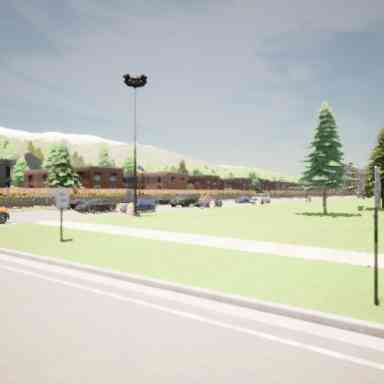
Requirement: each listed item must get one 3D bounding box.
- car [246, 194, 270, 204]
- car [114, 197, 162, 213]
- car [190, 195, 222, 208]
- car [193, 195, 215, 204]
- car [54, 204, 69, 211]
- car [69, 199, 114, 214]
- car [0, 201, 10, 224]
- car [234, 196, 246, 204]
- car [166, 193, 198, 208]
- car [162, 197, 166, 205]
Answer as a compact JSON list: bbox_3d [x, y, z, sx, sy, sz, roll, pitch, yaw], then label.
[{"bbox_3d":[12.968,1.352,63.077,2.150,2.045,5.566,0,0,35],"label":"car"},{"bbox_3d":[-5.819,1.550,36.323,1.812,1.442,4.674,0,0,35],"label":"car"},{"bbox_3d":[2.434,1.572,48.135,2.033,1.411,5.357,0,0,35],"label":"car"},{"bbox_3d":[2.400,1.543,66.286,1.882,1.535,5.008,0,1,35],"label":"car"},{"bbox_3d":[-14.780,1.636,41.822,1.895,1.301,4.718,0,0,35],"label":"car"},{"bbox_3d":[-10.344,1.534,35.955,1.837,1.490,4.892,0,0,35],"label":"car"},{"bbox_3d":[-15.210,1.377,22.865,2.097,1.767,4.553,0,0,35],"label":"car"},{"bbox_3d":[9.983,1.558,64.920,1.812,1.442,4.674,0,0,35],"label":"car"},{"bbox_3d":[-0.916,1.244,49.447,2.150,2.045,5.566,0,1,35],"label":"car"},{"bbox_3d":[-5.374,1.542,55.225,1.837,1.490,4.892,0,-1,35],"label":"car"}]
